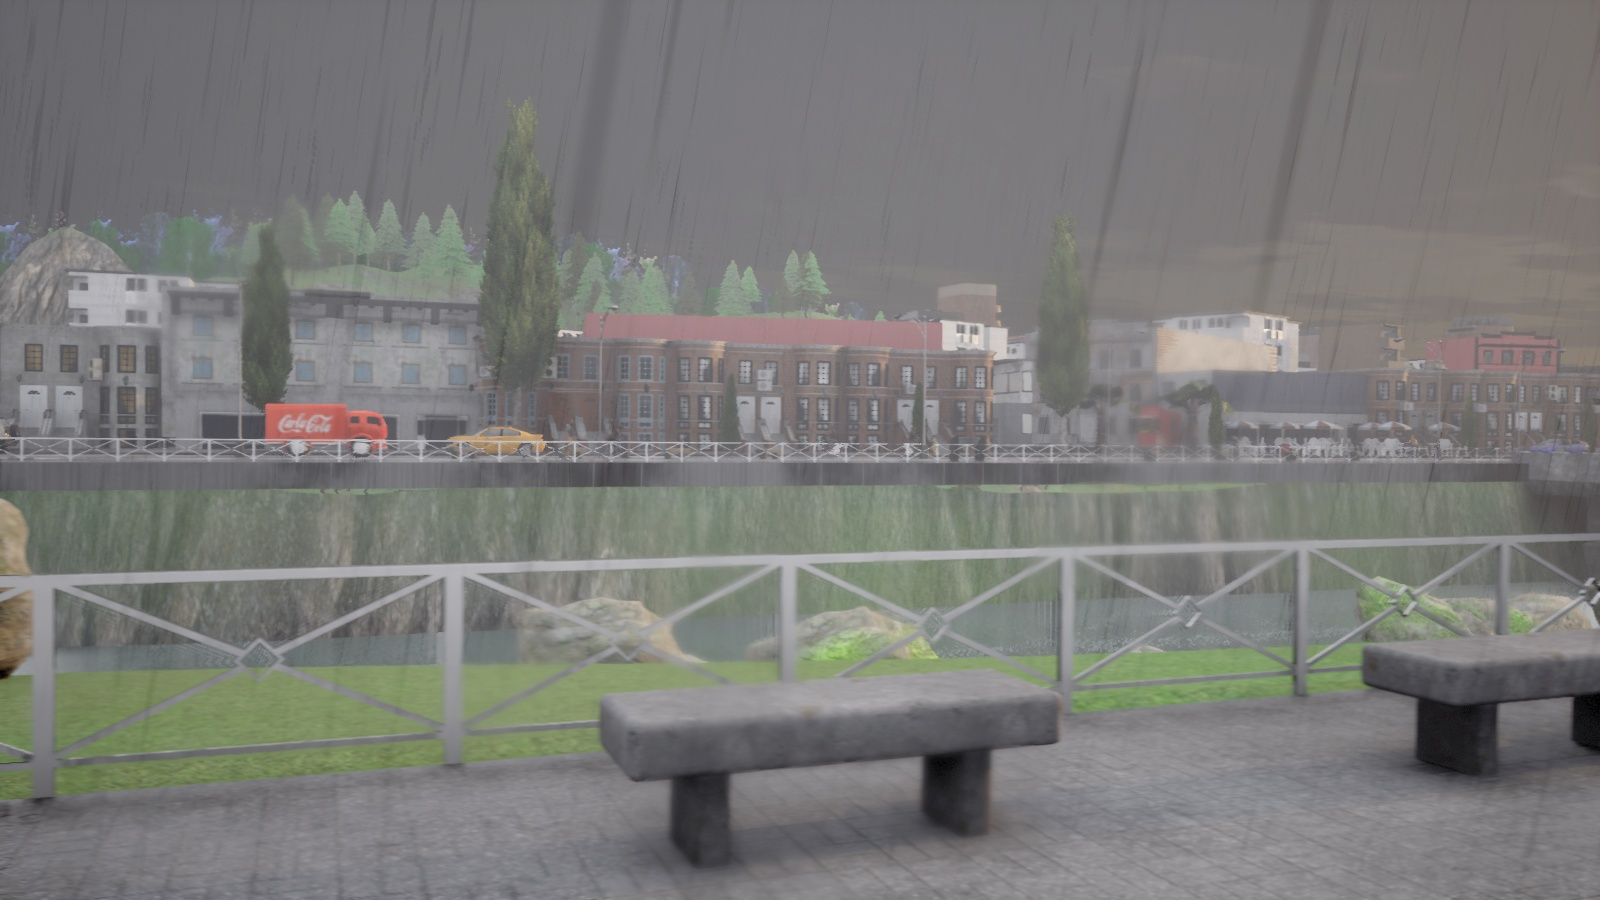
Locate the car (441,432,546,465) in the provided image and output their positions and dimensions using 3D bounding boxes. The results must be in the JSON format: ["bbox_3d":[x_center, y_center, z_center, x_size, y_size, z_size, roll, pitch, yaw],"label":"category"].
[{"bbox_3d":[-15.575,-0.094,63.808,5.008,1.535,1.882,-1,1,-21],"label":"car"}]

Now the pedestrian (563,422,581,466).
[{"bbox_3d":[-9.700,-0.257,53.439,0.694,1.848,0.540,-1,1,-7],"label":"pedestrian"}]

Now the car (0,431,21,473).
[{"bbox_3d":[-37.364,0.115,55.527,4.605,1.855,1.932,-1,1,-21],"label":"car"}]

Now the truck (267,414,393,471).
[{"bbox_3d":[-21.410,-0.388,57.308,5.204,2.467,2.627,-1,1,-21],"label":"truck"}]
